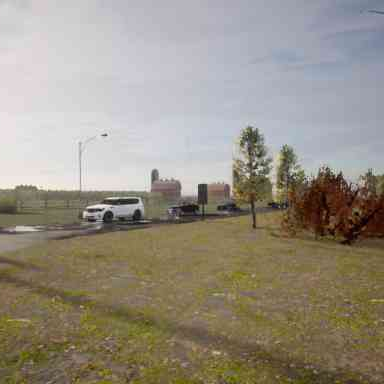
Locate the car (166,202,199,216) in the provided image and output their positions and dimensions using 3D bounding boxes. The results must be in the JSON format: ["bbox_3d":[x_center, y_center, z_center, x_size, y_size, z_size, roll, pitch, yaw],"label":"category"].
[{"bbox_3d":[-0.978,1.820,36.928,2.128,1.511,4.902,-1,-1,32],"label":"car"}]

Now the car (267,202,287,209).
[{"bbox_3d":[13.458,1.966,53.157,1.837,1.490,4.892,-1,-1,32],"label":"car"}]

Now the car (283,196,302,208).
[{"bbox_3d":[18.684,1.783,61.684,2.150,2.045,5.566,-1,-1,31],"label":"car"}]

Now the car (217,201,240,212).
[{"bbox_3d":[5.063,2.003,46.594,1.994,1.385,4.181,-1,-1,32],"label":"car"}]

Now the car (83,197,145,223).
[{"bbox_3d":[-6.442,1.453,28.188,2.150,2.045,5.566,-1,-1,34],"label":"car"}]
